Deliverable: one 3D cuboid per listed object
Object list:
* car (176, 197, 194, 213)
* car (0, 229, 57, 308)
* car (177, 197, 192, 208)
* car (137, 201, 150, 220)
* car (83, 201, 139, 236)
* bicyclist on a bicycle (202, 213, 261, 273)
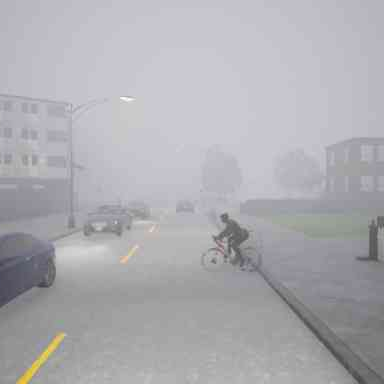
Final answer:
[{"bbox_3d":[-0.749,1.553,36.802,1.994,1.385,4.181,0,0,-1],"label":"car"},{"bbox_3d":[-4.207,1.523,6.520,1.812,1.442,4.674,0,0,-1],"label":"car"},{"bbox_3d":[-1.037,1.477,48.303,2.128,1.511,4.902,0,0,-1],"label":"car"},{"bbox_3d":[-4.699,1.517,28.367,1.812,1.442,4.674,0,0,-1],"label":"car"},{"bbox_3d":[-4.489,1.487,18.266,2.128,1.511,4.902,0,0,-1],"label":"car"},{"bbox_3d":[1.073,1.410,9.152,1.656,1.620,0.582,-1,0,-1],"label":"bicyclist on a bicycle"}]
